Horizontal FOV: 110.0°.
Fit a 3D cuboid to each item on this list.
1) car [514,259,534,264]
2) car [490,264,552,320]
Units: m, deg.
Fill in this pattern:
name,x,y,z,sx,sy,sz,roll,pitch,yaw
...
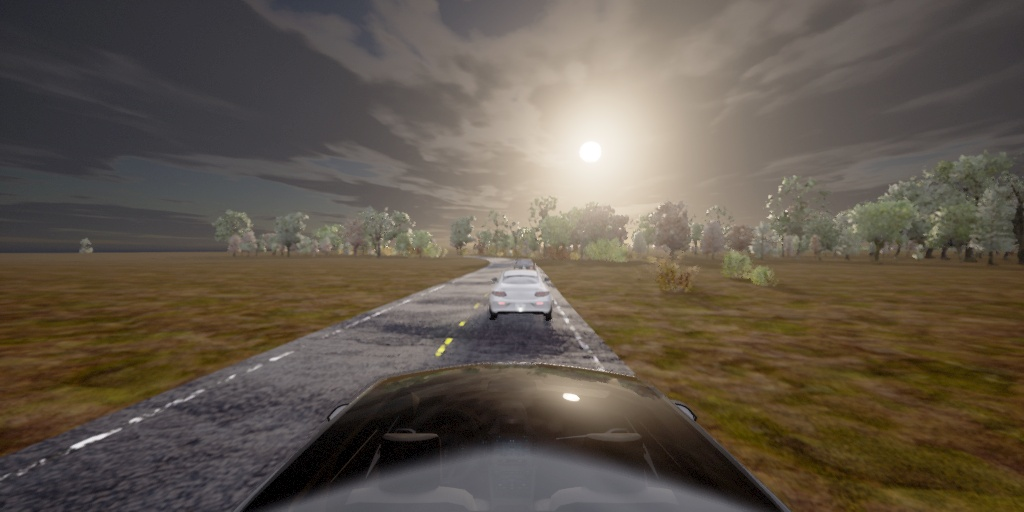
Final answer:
name,x,y,z,sx,sy,sz,roll,pitch,yaw
car,1.085,0.953,31.098,2.033,1.411,5.357,0,1,3
car,0.291,1.155,11.965,1.812,1.442,4.674,0,1,1
